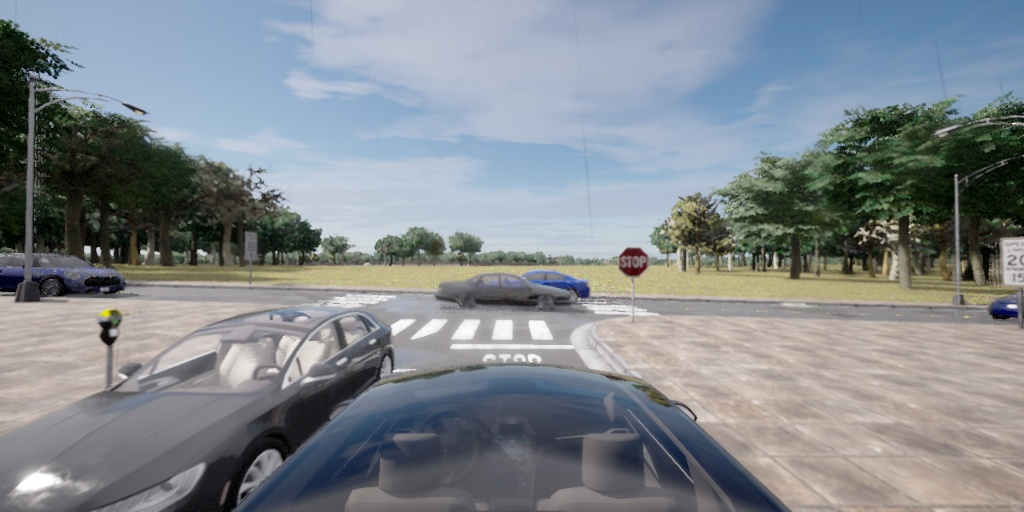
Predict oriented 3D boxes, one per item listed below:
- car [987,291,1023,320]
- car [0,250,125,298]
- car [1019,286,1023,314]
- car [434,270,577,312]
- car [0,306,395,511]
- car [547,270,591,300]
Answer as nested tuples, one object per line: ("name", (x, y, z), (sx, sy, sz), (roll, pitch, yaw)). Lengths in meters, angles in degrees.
("car", (22.115, 2.052, 14.369), (4.181, 1.385, 1.994), (2, -1, 0))
("car", (-18.601, 0.696, 14.430), (4.553, 1.767, 2.097), (2, -1, 0))
("car", (27.979, 2.275, 17.302), (4.181, 1.385, 1.994), (2, -1, 0))
("car", (-0.344, 1.393, 14.400), (5.357, 1.411, 2.033), (2, -1, 0))
("car", (-2.636, 1.316, 3.935), (2.007, 1.370, 4.403), (0, 0, 0))
("car", (1.262, 1.420, 17.346), (5.008, 1.535, 1.882), (2, -1, 0))
